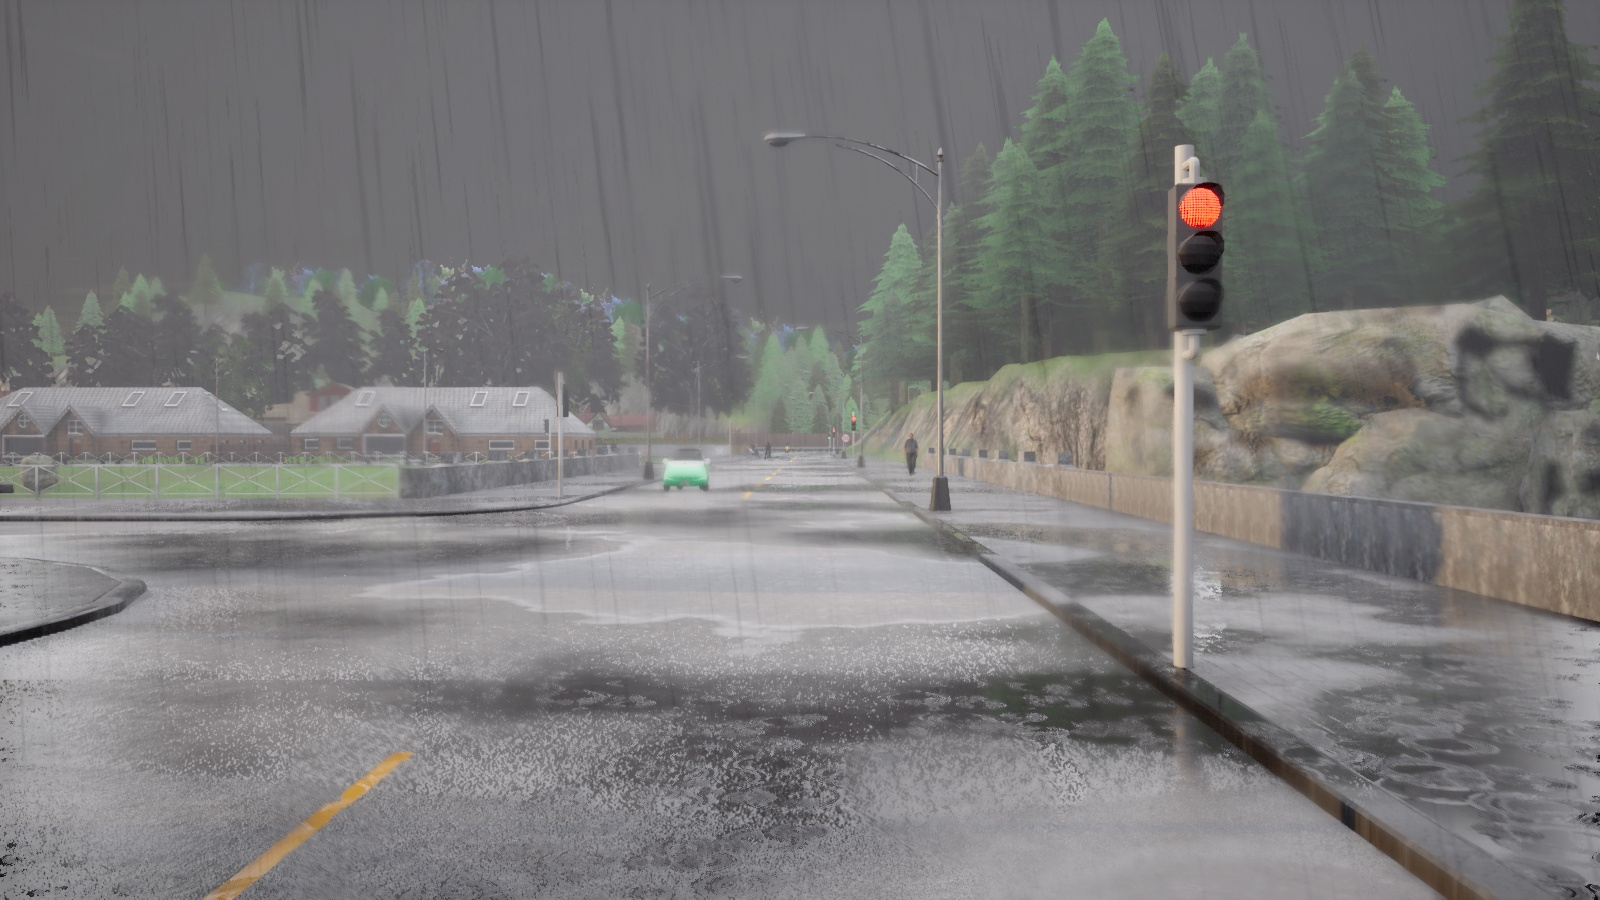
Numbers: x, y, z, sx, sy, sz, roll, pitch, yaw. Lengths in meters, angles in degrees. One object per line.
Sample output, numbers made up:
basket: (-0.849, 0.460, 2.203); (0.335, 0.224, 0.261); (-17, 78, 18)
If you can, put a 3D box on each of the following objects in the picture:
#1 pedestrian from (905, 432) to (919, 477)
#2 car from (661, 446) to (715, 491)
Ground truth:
pedestrian: (4.579, 0.169, 51.510); (0.540, 1.848, 0.694); (0, 0, 2)
car: (-3.512, 0.575, 39.511); (1.481, 1.376, 2.207); (0, 0, 1)
